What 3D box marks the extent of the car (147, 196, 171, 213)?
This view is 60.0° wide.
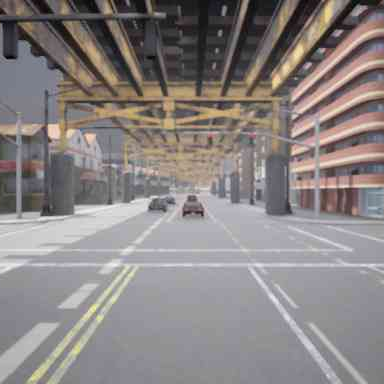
[{"bbox_3d":[-3.587,1.385,35.572,1.837,1.490,4.892,0,0,0],"label":"car"}]

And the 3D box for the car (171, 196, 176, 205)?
[{"bbox_3d":[-3.558,1.349,52.943,2.033,1.411,5.357,0,0,0],"label":"car"}]

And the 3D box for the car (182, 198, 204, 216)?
[{"bbox_3d":[0.104,1.498,30.351,1.895,1.301,4.718,0,0,0],"label":"car"}]

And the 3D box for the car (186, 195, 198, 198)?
[{"bbox_3d":[0.008,1.205,61.498,1.882,1.535,5.008,0,1,0],"label":"car"}]
